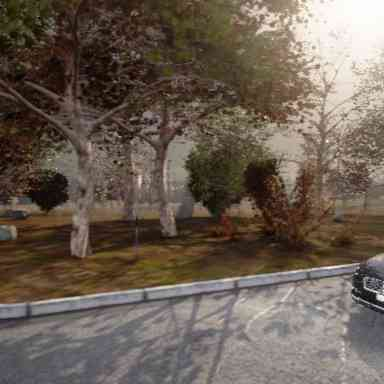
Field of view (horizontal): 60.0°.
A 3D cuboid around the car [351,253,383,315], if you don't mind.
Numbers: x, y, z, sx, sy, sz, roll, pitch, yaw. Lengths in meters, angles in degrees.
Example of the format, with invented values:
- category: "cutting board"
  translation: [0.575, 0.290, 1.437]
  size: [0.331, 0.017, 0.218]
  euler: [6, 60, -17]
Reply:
- category: "car"
  translation: [5.156, 1.383, 6.087]
  size: [4.892, 1.490, 1.837]
  euler: [0, 2, -24]
